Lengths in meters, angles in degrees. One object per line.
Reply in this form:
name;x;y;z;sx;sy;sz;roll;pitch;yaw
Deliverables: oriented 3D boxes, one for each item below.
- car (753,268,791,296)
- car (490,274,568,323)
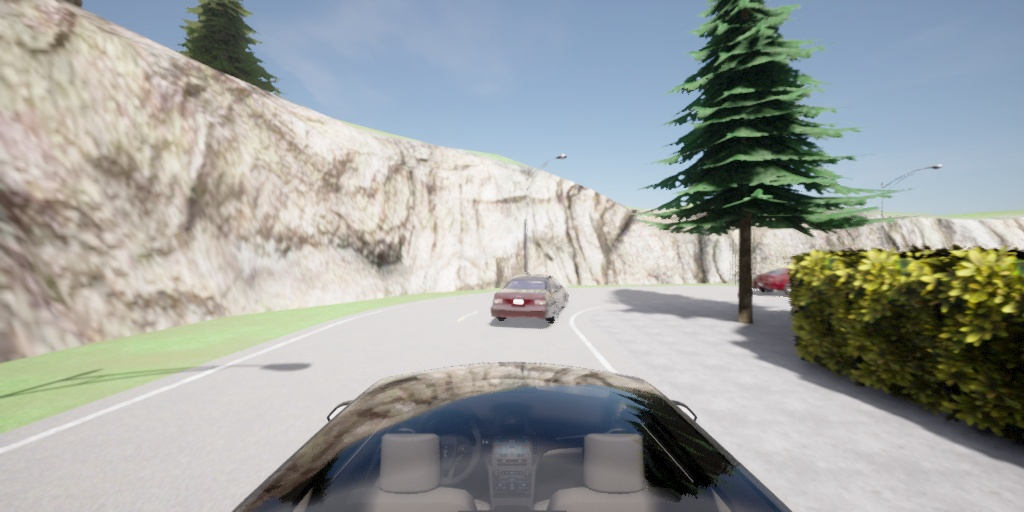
car;15.372;1.331;19.027;4.674;1.442;1.812;0;0;-3
car;0.796;1.332;12.462;2.033;1.411;5.357;0;0;14
